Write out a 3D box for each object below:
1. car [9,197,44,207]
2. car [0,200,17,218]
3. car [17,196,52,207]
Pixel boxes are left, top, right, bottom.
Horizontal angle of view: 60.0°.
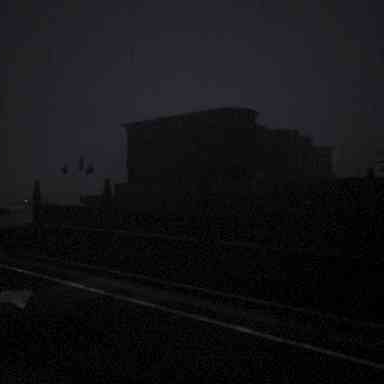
[{"bbox_3d":[-26.308,1.516,52.855,1.812,1.442,4.674,0,0,36],"label":"car"},{"bbox_3d":[-17.518,1.520,27.558,1.812,1.442,4.674,-1,0,33],"label":"car"},{"bbox_3d":[-23.803,1.344,50.371,2.097,1.767,4.553,0,0,36],"label":"car"}]
